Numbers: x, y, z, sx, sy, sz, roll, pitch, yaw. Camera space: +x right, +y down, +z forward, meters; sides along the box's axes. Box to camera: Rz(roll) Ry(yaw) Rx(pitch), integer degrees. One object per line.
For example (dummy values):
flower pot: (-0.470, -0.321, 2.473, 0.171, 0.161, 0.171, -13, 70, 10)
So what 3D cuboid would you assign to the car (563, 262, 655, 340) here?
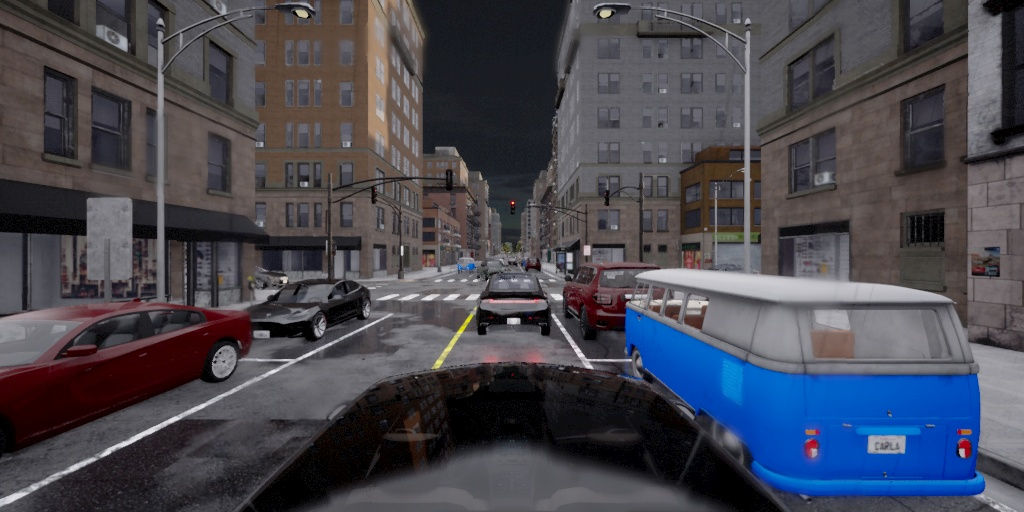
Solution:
car: (2.648, 1.065, 9.888, 2.192, 1.841, 5.009, 0, 0, 0)

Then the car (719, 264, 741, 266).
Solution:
car: (14.676, 1.242, 24.752, 4.181, 1.385, 1.994, 0, 0, 0)

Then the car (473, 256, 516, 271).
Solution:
car: (-1.577, 1.099, 29.527, 2.097, 1.767, 4.553, 0, 0, -17)

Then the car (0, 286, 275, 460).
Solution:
car: (-5.381, 1.295, 4.383, 1.888, 1.381, 4.507, 0, 0, 0)

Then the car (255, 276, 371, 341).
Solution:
car: (-5.377, 1.316, 9.894, 1.948, 1.339, 4.313, 0, 0, 0)

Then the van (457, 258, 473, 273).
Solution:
van: (-5.373, 1.087, 41.858, 1.690, 1.789, 3.998, 0, 0, 0)

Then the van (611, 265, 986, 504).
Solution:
van: (2.644, 1.091, 4.377, 1.690, 1.789, 3.998, 0, 0, 0)

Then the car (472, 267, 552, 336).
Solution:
car: (0.057, 1.242, 10.430, 2.128, 1.511, 4.902, 0, 0, 0)

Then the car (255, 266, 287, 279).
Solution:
car: (-16.226, 1.305, 21.773, 4.902, 1.511, 2.128, 0, 0, 0)

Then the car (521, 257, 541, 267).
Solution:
car: (2.744, 1.060, 47.259, 2.192, 1.841, 5.009, 0, 0, 0)
